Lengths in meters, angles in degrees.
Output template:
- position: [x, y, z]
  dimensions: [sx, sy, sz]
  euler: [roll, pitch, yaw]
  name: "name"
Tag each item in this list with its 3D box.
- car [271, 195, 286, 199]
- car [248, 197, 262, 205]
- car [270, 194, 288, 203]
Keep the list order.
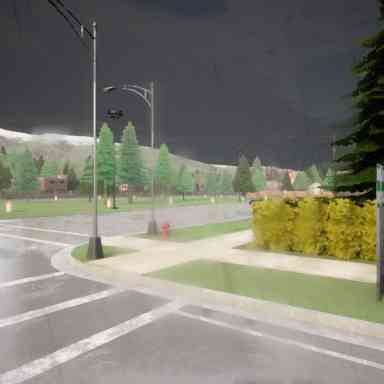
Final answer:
- position: [15.179, 1.526, 58.055]
  dimensions: [1.812, 1.442, 4.674]
  euler: [0, 0, 36]
  name: "car"
- position: [11.887, 1.601, 59.473]
  dimensions: [1.895, 1.301, 4.718]
  euler: [0, 0, 36]
  name: "car"
- position: [17.731, 1.353, 67.546]
  dimensions: [2.097, 1.767, 4.553]
  euler: [0, 0, 36]
  name: "car"
